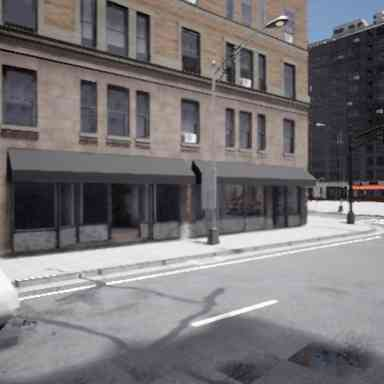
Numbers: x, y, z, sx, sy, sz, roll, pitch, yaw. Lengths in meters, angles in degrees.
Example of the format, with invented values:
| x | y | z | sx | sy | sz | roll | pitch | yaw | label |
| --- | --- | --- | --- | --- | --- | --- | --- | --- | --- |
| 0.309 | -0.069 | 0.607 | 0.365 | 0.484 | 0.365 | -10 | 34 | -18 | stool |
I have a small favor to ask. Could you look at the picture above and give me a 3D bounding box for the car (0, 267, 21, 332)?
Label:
| x | y | z | sx | sy | sz | roll | pitch | yaw | label |
| --- | --- | --- | --- | --- | --- | --- | --- | --- | --- |
| -4.907 | 1.610 | 4.172 | 4.718 | 1.301 | 1.895 | 0 | 0 | -35 | car |
